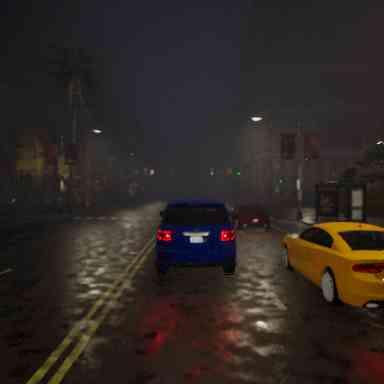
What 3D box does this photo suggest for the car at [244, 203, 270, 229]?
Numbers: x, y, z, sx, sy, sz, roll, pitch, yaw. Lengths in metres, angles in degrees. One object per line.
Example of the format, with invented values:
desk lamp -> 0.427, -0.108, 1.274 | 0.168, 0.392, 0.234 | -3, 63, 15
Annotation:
car -> 3.611, 1.462, 21.308 | 1.882, 1.535, 5.008 | 0, 0, 0

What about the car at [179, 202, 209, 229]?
car -> 0.111, 1.488, 22.847 | 1.837, 1.490, 4.892 | 0, 0, 0

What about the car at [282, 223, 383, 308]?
car -> 3.612, 1.472, 7.975 | 1.882, 1.535, 5.008 | 0, 0, 0

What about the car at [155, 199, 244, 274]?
car -> 0.104, 1.216, 10.677 | 2.150, 2.045, 5.566 | 0, 0, 0
